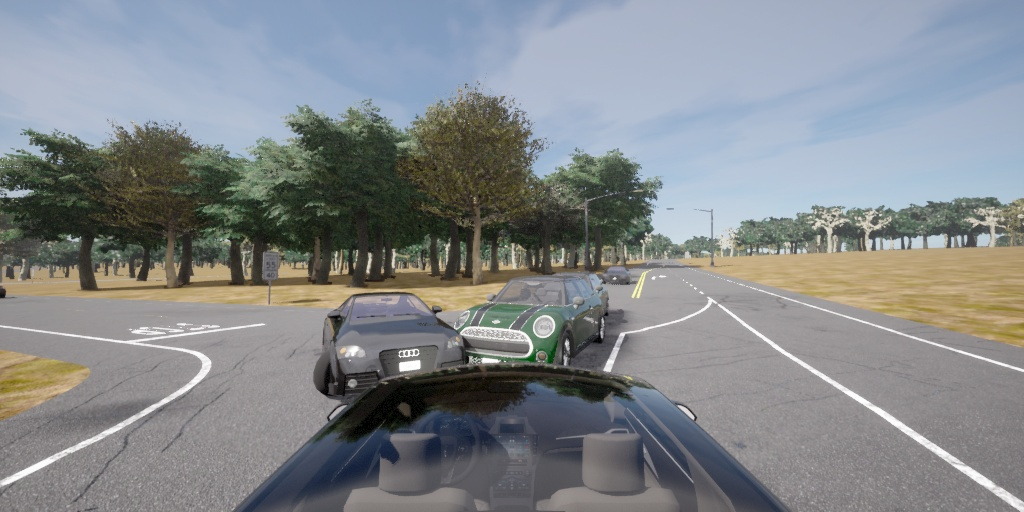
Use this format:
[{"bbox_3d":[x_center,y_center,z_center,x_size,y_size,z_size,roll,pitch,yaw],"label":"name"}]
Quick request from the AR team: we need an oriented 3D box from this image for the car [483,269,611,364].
[{"bbox_3d":[0.615,1.218,7.845,2.097,1.767,4.553,-1,-2,26],"label":"car"}]

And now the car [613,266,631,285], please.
[{"bbox_3d":[8.399,1.509,28.610,1.994,1.385,4.181,-1,0,22],"label":"car"}]

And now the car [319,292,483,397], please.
[{"bbox_3d":[-2.356,1.376,6.640,1.994,1.385,4.181,1,-2,-29],"label":"car"}]

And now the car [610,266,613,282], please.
[{"bbox_3d":[2.022,1.344,12.158,2.097,1.767,4.553,-1,-1,21],"label":"car"}]

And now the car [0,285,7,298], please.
[{"bbox_3d":[-40.862,2.562,27.403,4.181,1.385,1.994,-2,-3,22],"label":"car"}]
